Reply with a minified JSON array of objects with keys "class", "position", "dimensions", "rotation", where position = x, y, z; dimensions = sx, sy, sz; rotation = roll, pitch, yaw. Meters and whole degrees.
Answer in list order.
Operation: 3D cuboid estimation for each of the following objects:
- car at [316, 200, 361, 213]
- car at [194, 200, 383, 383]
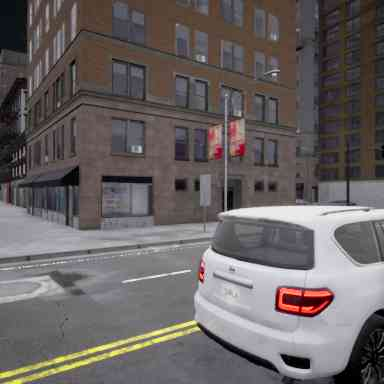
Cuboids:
[{"class":"car","position":[16.982,1.597,38.728],"dimensions":[1.947,1.339,4.313],"rotation":[0,0,-35]},{"class":"car","position":[2.645,1.222,5.312],"dimensions":[5.566,2.045,2.150],"rotation":[0,0,-35]}]
